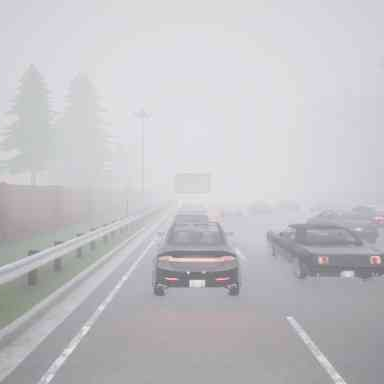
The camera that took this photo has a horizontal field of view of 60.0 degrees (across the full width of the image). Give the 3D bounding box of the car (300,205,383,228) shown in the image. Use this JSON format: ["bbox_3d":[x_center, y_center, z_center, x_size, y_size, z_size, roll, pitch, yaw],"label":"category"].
[{"bbox_3d":[7.094,1.564,16.178,1.994,1.385,4.181,0,0,0],"label":"car"}]

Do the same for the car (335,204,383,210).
[{"bbox_3d":[10.590,1.526,19.846,1.812,1.442,4.674,0,0,0],"label":"car"}]

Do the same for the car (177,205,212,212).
[{"bbox_3d":[0.094,1.474,19.054,1.882,1.535,5.008,0,0,4],"label":"car"}]

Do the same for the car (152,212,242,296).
[{"bbox_3d":[0.096,1.491,8.627,2.128,1.511,4.902,0,0,0],"label":"car"}]

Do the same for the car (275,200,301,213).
[{"bbox_3d":[10.584,1.547,37.150,2.033,1.411,5.357,0,0,0],"label":"car"}]

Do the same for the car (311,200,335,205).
[{"bbox_3d":[14.084,1.563,35.540,1.994,1.385,4.181,0,0,0],"label":"car"}]

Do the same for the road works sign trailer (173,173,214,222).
[{"bbox_3d":[0.060,0.464,22.974,2.380,3.560,2.880,0,0,-2],"label":"road works sign trailer"}]

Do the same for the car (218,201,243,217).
[{"bbox_3d":[3.591,1.525,31.211,1.812,1.442,4.674,0,0,0],"label":"car"}]

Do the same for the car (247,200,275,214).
[{"bbox_3d":[7.083,1.564,35.365,1.994,1.385,4.181,0,0,0],"label":"car"}]

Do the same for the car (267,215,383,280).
[{"bbox_3d":[3.595,1.601,9.895,1.895,1.301,4.718,0,0,0],"label":"car"}]
